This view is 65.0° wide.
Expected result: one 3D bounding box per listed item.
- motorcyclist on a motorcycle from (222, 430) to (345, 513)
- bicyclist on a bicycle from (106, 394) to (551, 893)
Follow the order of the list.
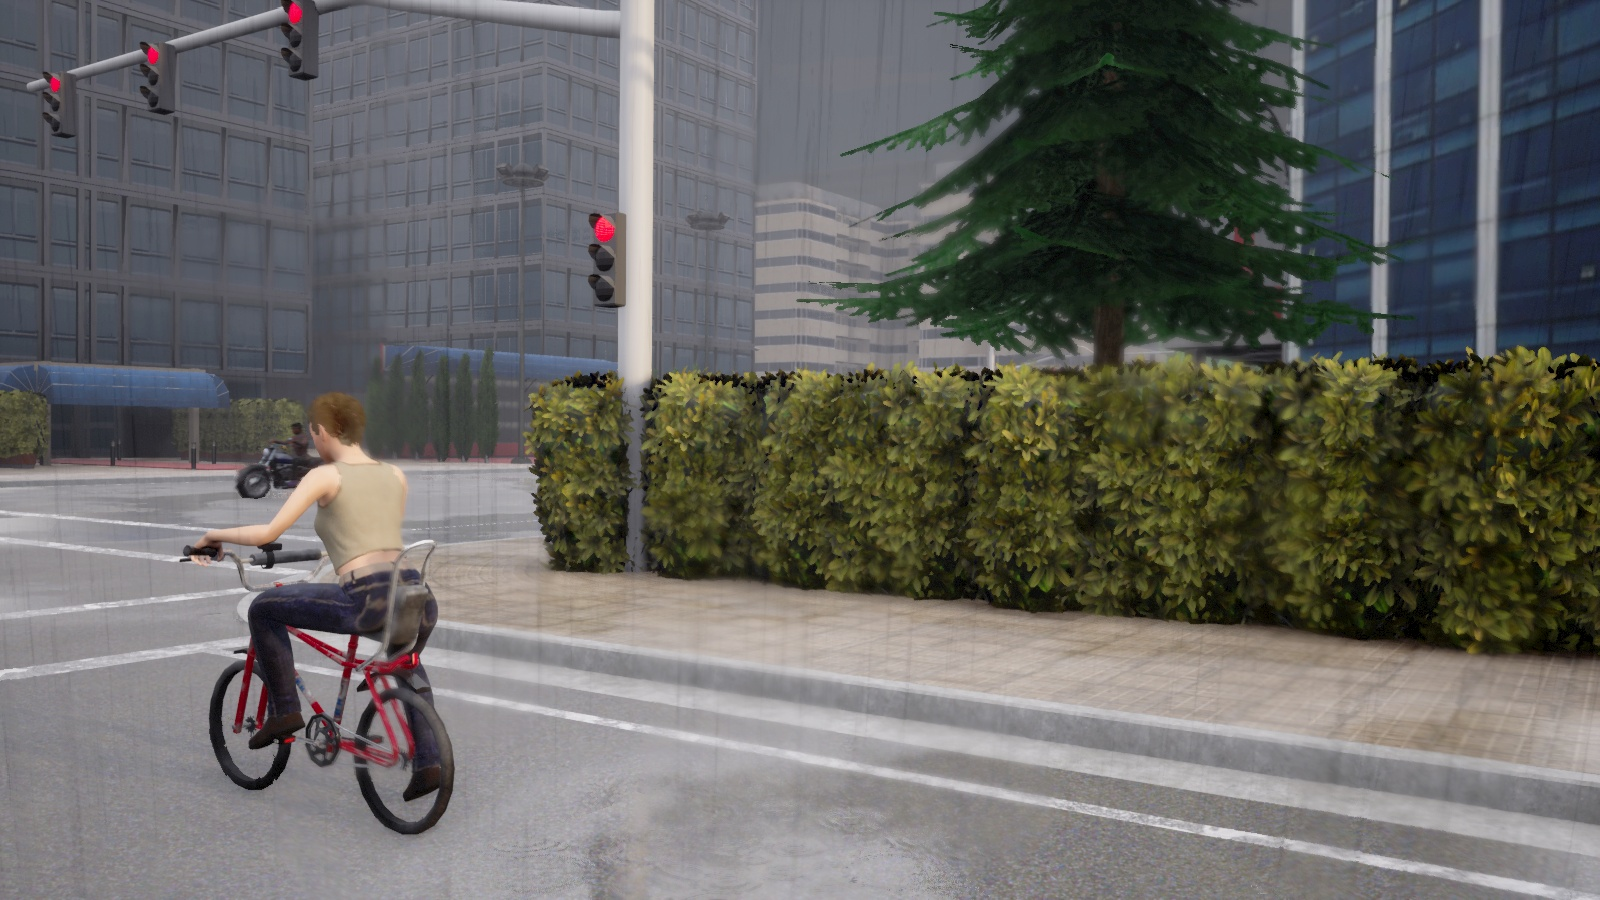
[{"bbox_3d":[-10.879,0.418,26.539,0.766,1.649,2.350,0,1,33],"label":"motorcyclist on a motorcycle"},{"bbox_3d":[-1.824,0.618,4.828,1.509,1.612,0.866,0,1,34],"label":"bicyclist on a bicycle"}]
